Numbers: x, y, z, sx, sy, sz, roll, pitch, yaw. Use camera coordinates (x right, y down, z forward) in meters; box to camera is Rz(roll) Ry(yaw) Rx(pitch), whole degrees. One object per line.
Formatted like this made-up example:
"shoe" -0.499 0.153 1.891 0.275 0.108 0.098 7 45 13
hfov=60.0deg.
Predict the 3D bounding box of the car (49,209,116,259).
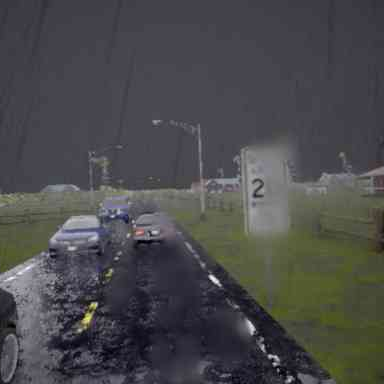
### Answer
"car" -4.425 1.692 13.750 1.812 1.442 4.674 -3 0 -7

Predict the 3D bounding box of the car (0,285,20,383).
"car" -2.894 1.650 2.602 1.812 1.442 4.674 -3 0 -9

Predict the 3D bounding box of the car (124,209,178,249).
"car" -1.715 1.589 15.064 2.033 1.411 5.357 -3 0 -7

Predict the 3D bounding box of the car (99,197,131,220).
"car" -6.084 1.431 26.808 2.150 2.045 5.566 -3 0 -7
